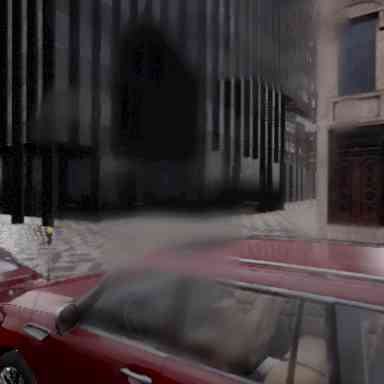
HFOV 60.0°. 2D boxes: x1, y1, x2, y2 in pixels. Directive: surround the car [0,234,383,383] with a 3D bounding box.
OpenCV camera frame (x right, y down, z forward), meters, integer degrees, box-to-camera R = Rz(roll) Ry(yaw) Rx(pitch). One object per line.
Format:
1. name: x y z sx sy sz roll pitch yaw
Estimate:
1. car: 0.293 1.311 2.749 5.009 1.841 2.192 0 0 35
